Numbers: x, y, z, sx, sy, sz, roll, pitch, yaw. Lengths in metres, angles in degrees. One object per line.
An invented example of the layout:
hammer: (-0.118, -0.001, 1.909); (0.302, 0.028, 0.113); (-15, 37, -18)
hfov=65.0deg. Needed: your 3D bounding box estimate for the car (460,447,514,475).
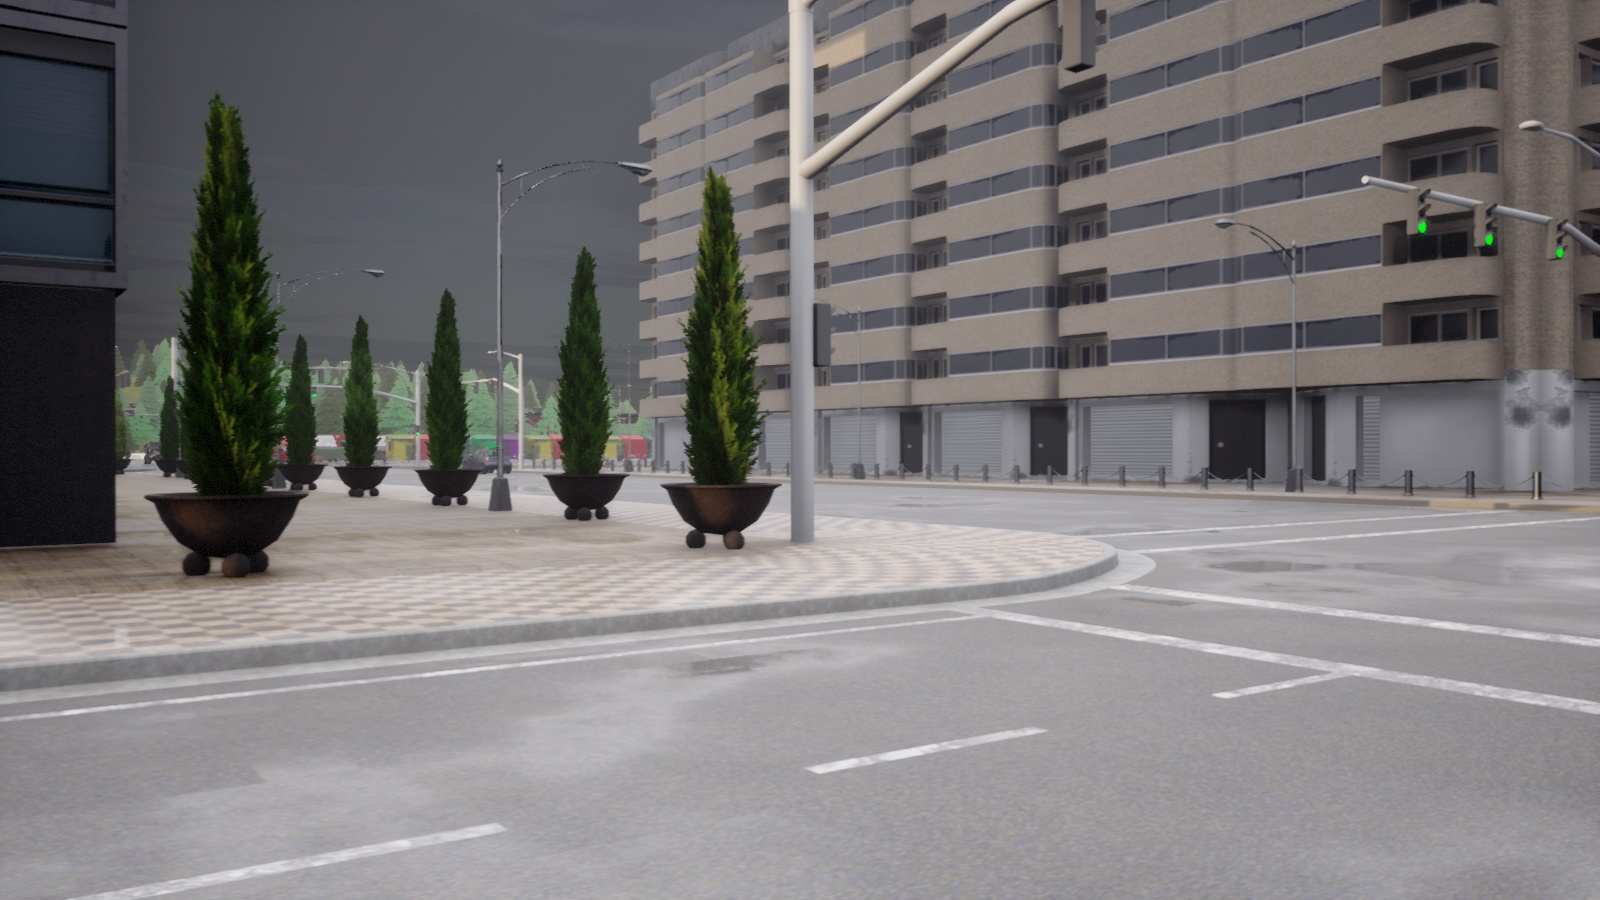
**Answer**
car: (-18.807, 0.668, 75.363); (1.851, 1.617, 3.988); (0, 0, -35)
